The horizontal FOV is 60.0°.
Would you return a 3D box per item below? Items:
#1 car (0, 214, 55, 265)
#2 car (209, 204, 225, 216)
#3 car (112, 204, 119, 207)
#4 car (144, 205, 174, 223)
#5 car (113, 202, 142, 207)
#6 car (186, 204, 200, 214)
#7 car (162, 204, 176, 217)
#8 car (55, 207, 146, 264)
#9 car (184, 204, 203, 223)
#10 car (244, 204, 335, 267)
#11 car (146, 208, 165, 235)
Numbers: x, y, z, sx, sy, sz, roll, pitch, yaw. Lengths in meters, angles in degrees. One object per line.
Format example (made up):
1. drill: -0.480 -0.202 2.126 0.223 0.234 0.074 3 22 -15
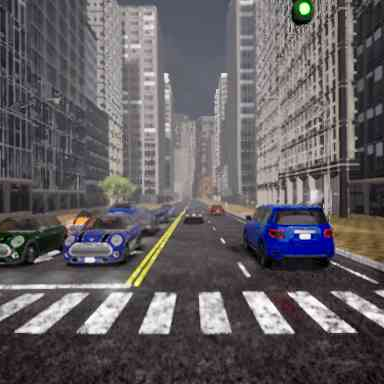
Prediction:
1. car: -6.606 1.704 13.068 2.097 1.767 4.553 -1 -1 1
2. car: 3.346 2.398 45.187 1.882 1.535 5.008 -1 -1 0
3. car: -6.545 1.882 21.704 2.097 1.767 4.553 -1 -1 0
4. car: -3.201 2.286 32.537 1.994 1.385 4.181 -1 -1 1
5. car: -6.470 1.947 31.233 2.150 2.045 5.566 -1 -1 1
6. car: 0.185 2.679 54.151 2.033 1.411 5.357 -1 -1 0
7. car: -3.162 2.280 42.596 2.097 1.767 4.553 -1 -1 0
8. car: -3.324 1.674 13.106 2.097 1.767 4.553 -1 -1 0
9. car: 0.166 2.247 32.963 2.033 1.411 5.357 -1 -1 0
10. car: 3.371 1.471 12.577 2.150 2.045 5.566 -1 -1 0
11. car: -3.290 2.066 22.572 2.033 1.411 5.357 -1 -1 0
